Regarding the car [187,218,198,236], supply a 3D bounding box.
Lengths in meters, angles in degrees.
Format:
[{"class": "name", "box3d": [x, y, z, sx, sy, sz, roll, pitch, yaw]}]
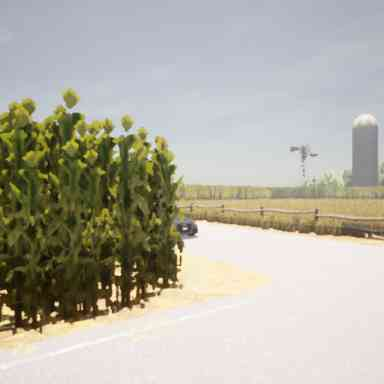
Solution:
[{"class": "car", "box3d": [-1.476, 1.564, 17.417, 1.994, 1.385, 4.181, 0, 0, -35]}]
